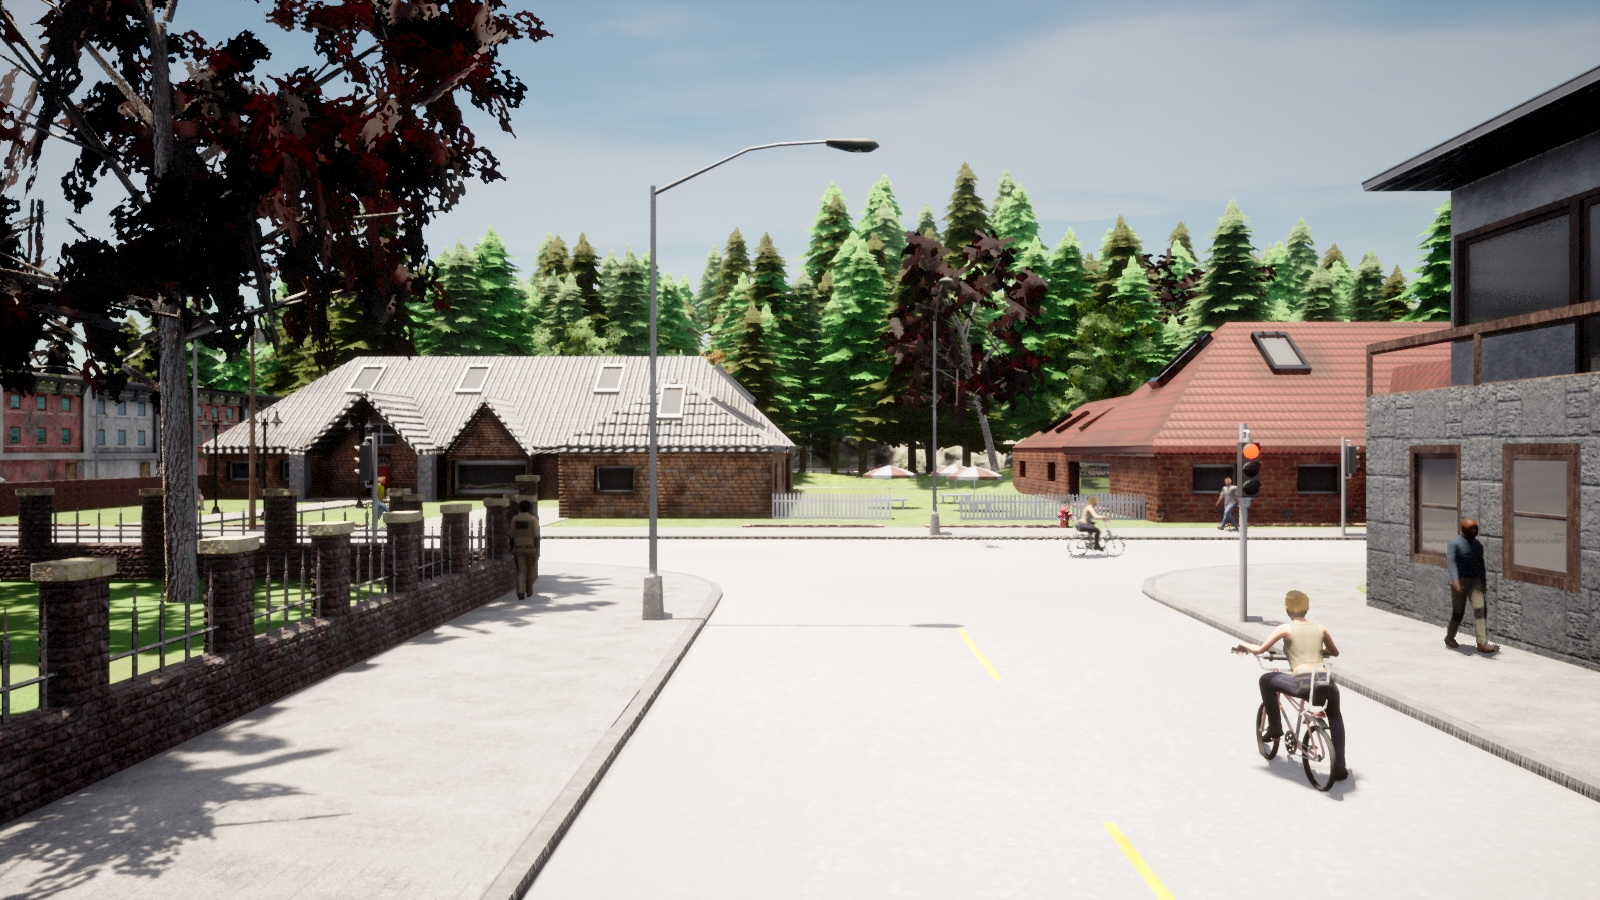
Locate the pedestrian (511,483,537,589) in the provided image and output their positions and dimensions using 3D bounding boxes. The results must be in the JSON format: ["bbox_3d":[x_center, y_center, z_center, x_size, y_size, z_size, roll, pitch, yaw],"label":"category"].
[{"bbox_3d":[-4.924,1.523,20.386,0.375,1.860,0.375,0,0,-2],"label":"pedestrian"}]

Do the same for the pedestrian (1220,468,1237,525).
[{"bbox_3d":[14.113,1.524,37.638,0.375,1.860,0.375,0,0,-28],"label":"pedestrian"}]

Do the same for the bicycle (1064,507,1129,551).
[{"bbox_3d":[7.677,2.036,29.649,1.487,1.080,0.859,0,0,1],"label":"bicycle"}]

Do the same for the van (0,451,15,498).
[{"bbox_3d":[-44.081,1.314,59.678,1.988,2.561,5.915,0,0,2],"label":"van"}]

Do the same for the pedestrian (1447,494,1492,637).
[{"bbox_3d":[8.852,1.516,15.122,0.375,1.860,0.375,0,0,1],"label":"pedestrian"}]

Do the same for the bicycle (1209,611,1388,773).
[{"bbox_3d":[4.247,2.036,9.857,0.859,1.080,1.487,0,0,-2],"label":"bicycle"}]

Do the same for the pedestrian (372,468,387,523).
[{"bbox_3d":[-14.125,1.524,38.403,0.375,1.860,0.375,0,0,2],"label":"pedestrian"}]
